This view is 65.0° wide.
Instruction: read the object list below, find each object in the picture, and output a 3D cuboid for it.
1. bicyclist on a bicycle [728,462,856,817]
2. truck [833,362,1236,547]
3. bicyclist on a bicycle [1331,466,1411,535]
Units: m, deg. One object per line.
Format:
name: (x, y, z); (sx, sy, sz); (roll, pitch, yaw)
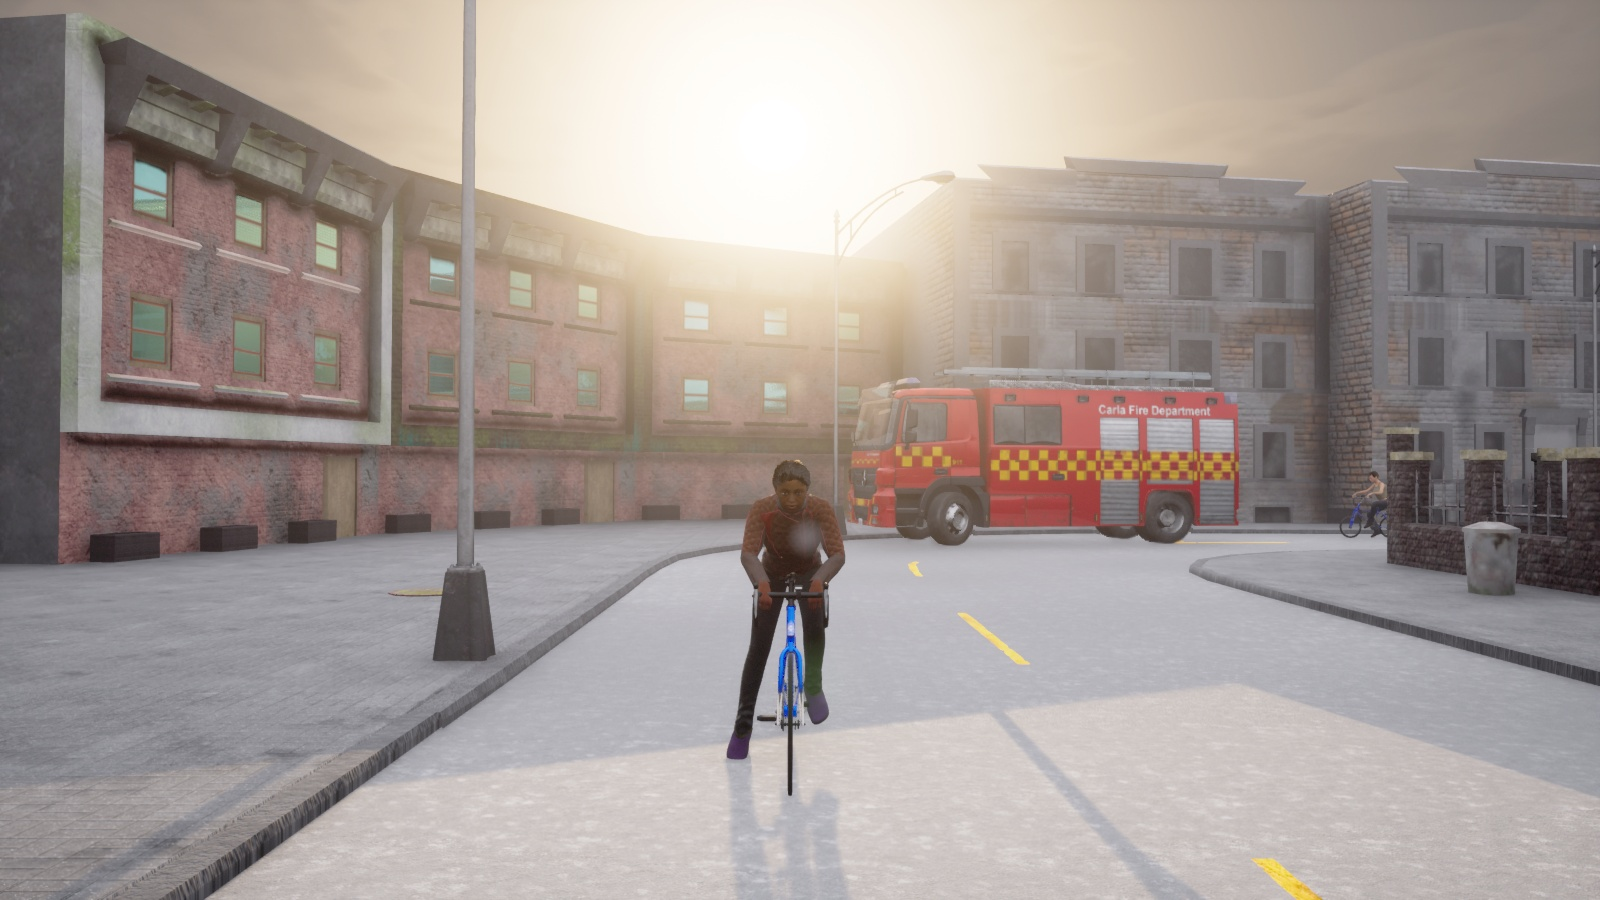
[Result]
bicyclist on a bicycle: (-0.040, 0.878, 6.590); (0.582, 1.620, 1.656); (0, -1, 0)
truck: (5.210, 0.099, 28.314); (8.468, 3.827, 2.891); (0, -1, -13)
bicyclist on a bicycle: (13.710, 1.202, 30.165); (1.509, 1.612, 0.866); (0, -1, 0)
